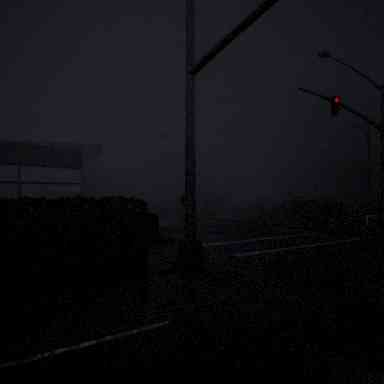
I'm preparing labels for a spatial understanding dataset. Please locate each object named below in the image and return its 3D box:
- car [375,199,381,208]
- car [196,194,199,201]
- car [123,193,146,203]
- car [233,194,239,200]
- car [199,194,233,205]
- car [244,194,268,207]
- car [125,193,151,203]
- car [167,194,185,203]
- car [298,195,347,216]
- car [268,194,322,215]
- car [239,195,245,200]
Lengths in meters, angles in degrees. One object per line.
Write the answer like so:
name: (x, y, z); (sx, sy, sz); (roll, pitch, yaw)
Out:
car: (25.542, 1.384, 43.130); (3.806, 1.475, 1.970); (0, 0, -35)
car: (1.567, 1.298, 76.863); (4.514, 1.523, 2.007); (0, 0, -35)
car: (-10.961, 1.077, 63.595); (3.866, 1.878, 1.905); (0, 0, -35)
car: (9.441, 1.232, 77.918); (3.806, 1.475, 1.970); (0, 0, -35)
car: (3.944, 1.298, 54.826); (4.514, 1.523, 2.007); (0, 0, -35)
car: (9.654, 1.320, 46.625); (3.633, 1.501, 1.845); (0, 0, -35)
car: (-9.550, 1.361, 60.523); (3.806, 1.475, 1.970); (0, 0, -35)
car: (-2.634, 1.097, 65.428); (4.605, 1.855, 1.932); (0, 0, -35)
car: (12.030, 1.340, 29.984); (4.514, 1.523, 2.007); (0, 0, -35)
car: (10.184, 1.330, 32.521); (5.027, 1.636, 2.152); (0, 0, -35)
car: (13.395, 1.154, 72.853); (5.027, 1.636, 2.152); (0, 0, -35)
